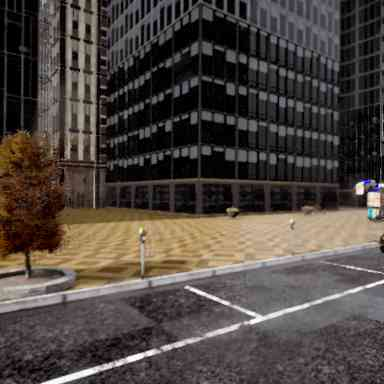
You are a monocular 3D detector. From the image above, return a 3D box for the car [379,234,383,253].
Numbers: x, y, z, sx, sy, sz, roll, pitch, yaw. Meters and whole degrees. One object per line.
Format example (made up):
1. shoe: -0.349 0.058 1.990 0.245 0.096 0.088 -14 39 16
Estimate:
1. car: 9.135 1.716 13.095 4.313 1.339 1.947 1 0 -36
